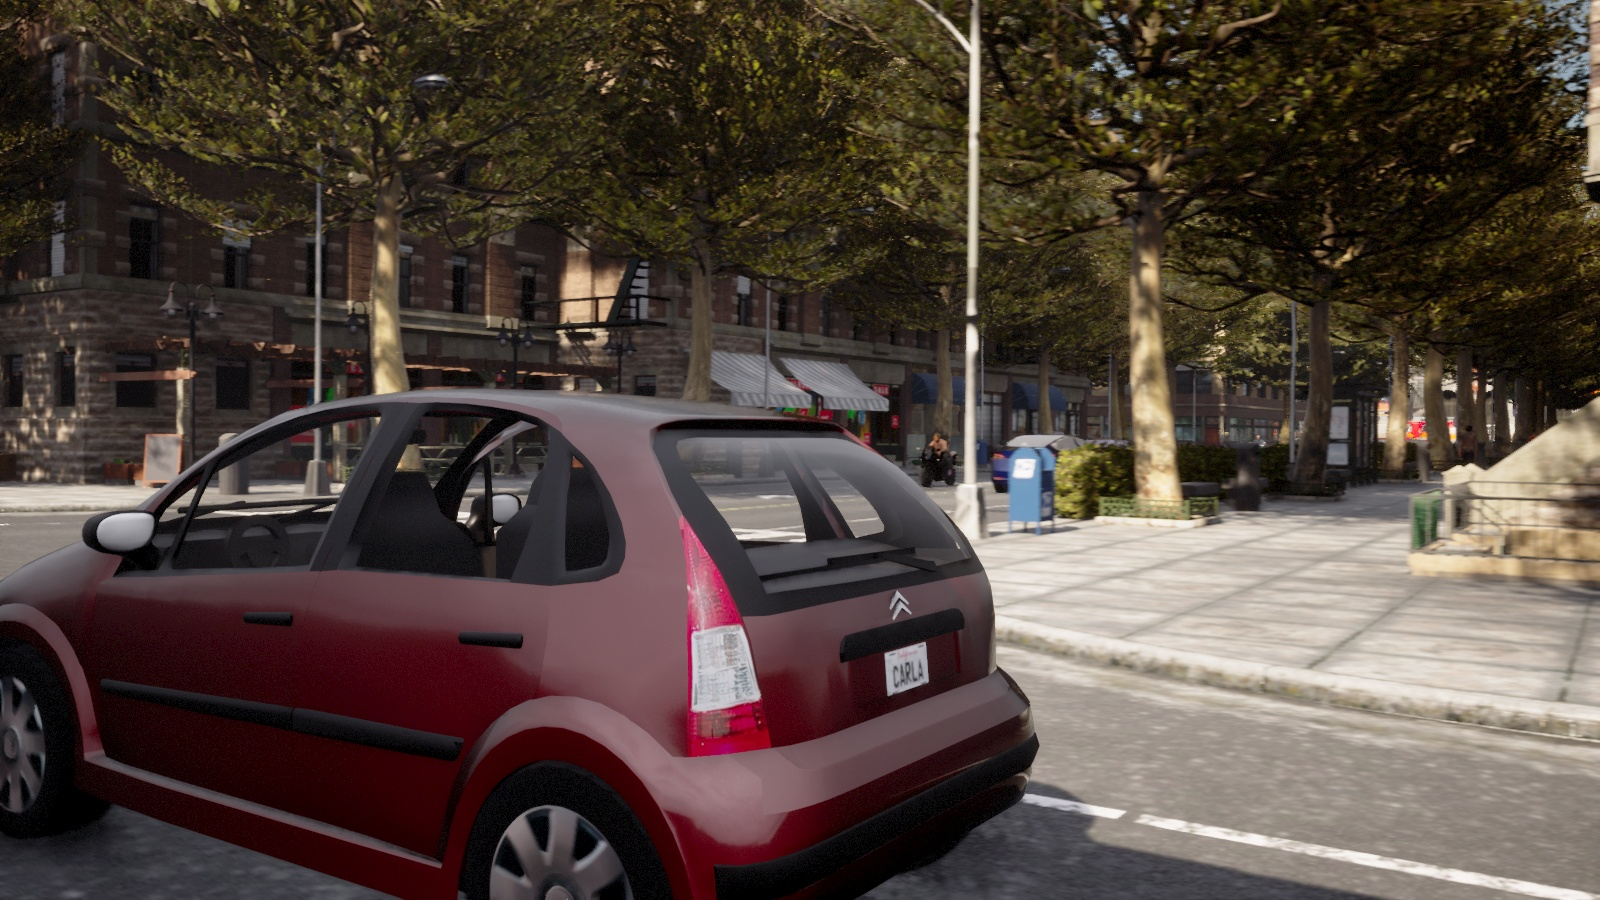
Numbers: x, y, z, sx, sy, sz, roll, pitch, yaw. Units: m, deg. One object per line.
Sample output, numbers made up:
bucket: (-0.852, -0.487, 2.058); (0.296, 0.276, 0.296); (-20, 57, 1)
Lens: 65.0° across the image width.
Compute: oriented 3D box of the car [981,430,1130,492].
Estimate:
car: (6.764, 0.224, 32.879); (2.163, 1.488, 4.792); (0, 1, 34)

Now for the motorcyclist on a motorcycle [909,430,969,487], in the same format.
motorcyclist on a motorcycle: (3.881, 0.205, 34.853); (0.797, 1.523, 2.044); (0, 1, 34)

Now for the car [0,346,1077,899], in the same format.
car: (-1.267, 0.580, 4.454); (3.988, 1.617, 1.851); (0, 1, 34)

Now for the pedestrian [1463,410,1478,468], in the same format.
pedestrian: (21.117, -0.340, 39.536); (0.328, 1.805, 0.869); (0, 1, 35)

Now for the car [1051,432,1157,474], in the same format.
car: (11.147, 0.057, 45.758); (2.033, 1.411, 5.357); (0, 1, 34)
